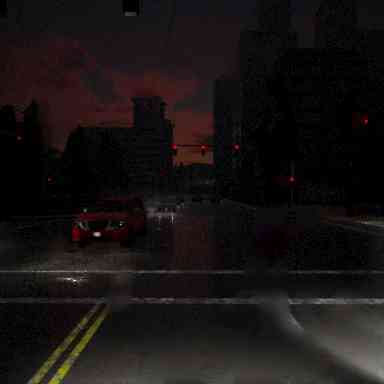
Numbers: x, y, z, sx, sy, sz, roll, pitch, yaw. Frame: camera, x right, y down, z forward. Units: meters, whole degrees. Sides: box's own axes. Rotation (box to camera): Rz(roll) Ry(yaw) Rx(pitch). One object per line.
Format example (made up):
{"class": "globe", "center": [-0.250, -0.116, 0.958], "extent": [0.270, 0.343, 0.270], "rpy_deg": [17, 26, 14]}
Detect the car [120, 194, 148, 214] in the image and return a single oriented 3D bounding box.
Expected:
{"class": "car", "center": [-6.370, 1.222, 37.134], "extent": [2.150, 2.045, 5.566], "rpy_deg": [0, 0, 1]}

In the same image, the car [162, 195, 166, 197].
{"class": "car", "center": [-5.968, 1.504, 69.324], "extent": [1.837, 1.490, 4.892], "rpy_deg": [0, 0, 1]}

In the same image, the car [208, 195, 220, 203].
{"class": "car", "center": [4.618, 1.547, 67.363], "extent": [2.033, 1.411, 5.357], "rpy_deg": [0, 0, 1]}

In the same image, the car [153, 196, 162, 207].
{"class": "car", "center": [-6.244, 1.492, 50.083], "extent": [2.128, 1.511, 4.902], "rpy_deg": [0, 0, 1]}

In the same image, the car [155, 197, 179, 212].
{"class": "car", "center": [-2.850, 1.601, 39.242], "extent": [1.895, 1.301, 4.718], "rpy_deg": [0, 0, 1]}

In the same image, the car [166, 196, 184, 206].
{"class": "car", "center": [-2.708, 1.564, 53.315], "extent": [1.994, 1.385, 4.181], "rpy_deg": [0, 0, 1]}

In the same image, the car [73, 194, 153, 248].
{"class": "car", "center": [-3.438, 1.221, 15.155], "extent": [2.150, 2.045, 5.566], "rpy_deg": [0, 0, 2]}

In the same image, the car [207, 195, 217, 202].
{"class": "car", "center": [4.606, 1.478, 77.185], "extent": [1.882, 1.535, 5.008], "rpy_deg": [0, 0, 1]}

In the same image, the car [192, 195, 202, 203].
{"class": "car", "center": [1.015, 1.352, 67.479], "extent": [2.097, 1.767, 4.553], "rpy_deg": [0, 0, 1]}
